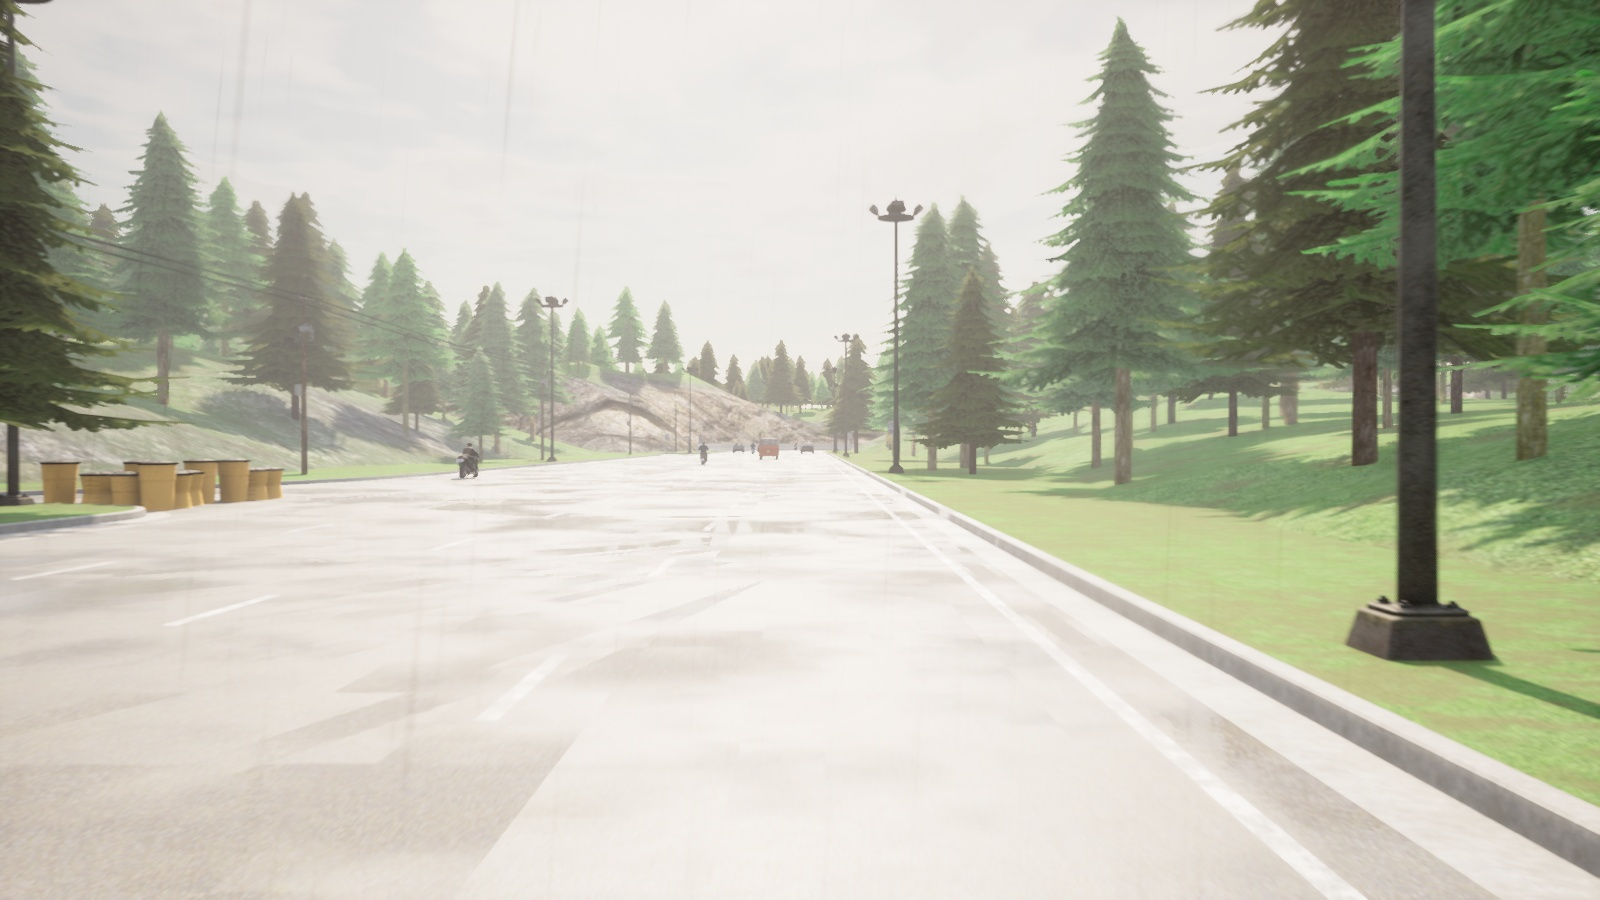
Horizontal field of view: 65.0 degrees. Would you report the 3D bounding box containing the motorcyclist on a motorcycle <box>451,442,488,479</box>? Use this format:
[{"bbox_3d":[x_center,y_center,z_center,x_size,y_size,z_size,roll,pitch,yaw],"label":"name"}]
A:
[{"bbox_3d":[-13.863,0.421,52.735,0.797,1.523,2.044,-2,0,6],"label":"motorcyclist on a motorcycle"}]
